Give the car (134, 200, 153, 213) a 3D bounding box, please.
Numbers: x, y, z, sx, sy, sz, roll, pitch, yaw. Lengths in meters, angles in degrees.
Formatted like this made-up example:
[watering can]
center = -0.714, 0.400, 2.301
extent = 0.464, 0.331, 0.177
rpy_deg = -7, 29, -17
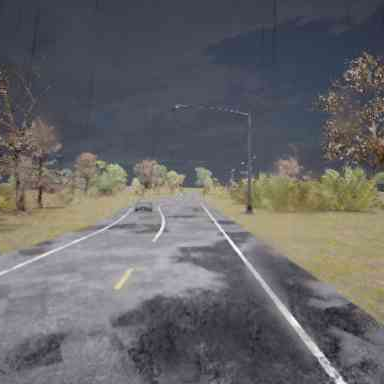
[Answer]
[car]
center = -5.275, 1.533, 36.658
extent = 1.994, 1.385, 4.181
rpy_deg = 0, 0, -7
